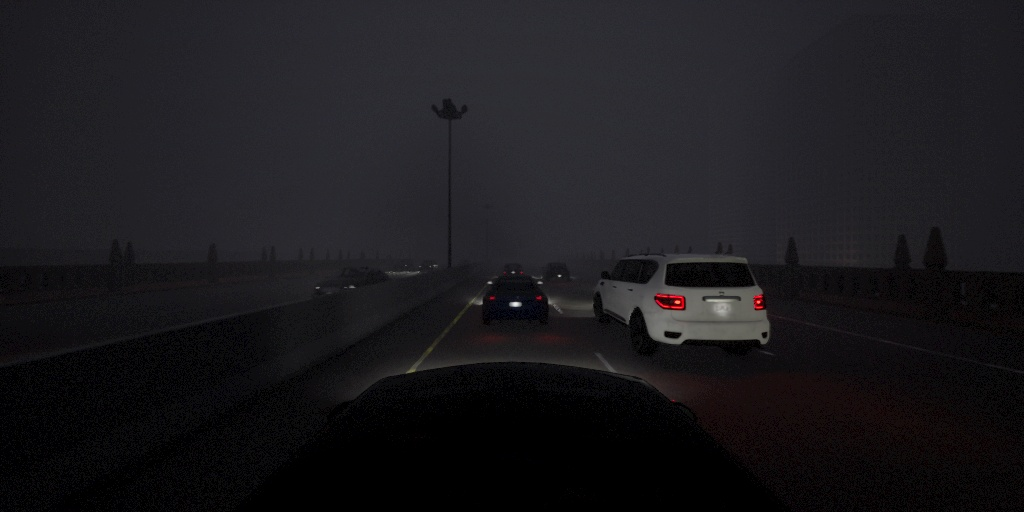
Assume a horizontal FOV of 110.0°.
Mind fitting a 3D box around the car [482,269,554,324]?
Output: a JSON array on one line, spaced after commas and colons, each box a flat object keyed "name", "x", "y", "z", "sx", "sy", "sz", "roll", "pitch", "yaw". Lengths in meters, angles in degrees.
[{"name": "car", "x": 0.098, "y": 1.314, "z": 11.980, "sx": 1.994, "sy": 1.385, "sz": 4.181, "roll": 0, "pitch": 0, "yaw": 0}]

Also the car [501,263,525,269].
[{"name": "car", "x": 0.088, "y": 1.297, "z": 29.678, "sx": 2.033, "sy": 1.411, "sz": 5.357, "roll": 0, "pitch": 0, "yaw": 0}]

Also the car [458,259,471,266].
[{"name": "car", "x": -7.656, "y": 1.256, "z": 58.185, "sx": 1.837, "sy": 1.490, "sz": 4.892, "roll": 0, "pitch": 0, "yaw": -1}]

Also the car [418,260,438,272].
[{"name": "car", "x": -10.855, "y": 1.255, "z": 46.816, "sx": 1.837, "sy": 1.490, "sz": 4.892, "roll": 0, "pitch": -1, "yaw": -1}]

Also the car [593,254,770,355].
[{"name": "car", "x": 3.598, "y": 0.971, "z": 8.828, "sx": 2.150, "sy": 2.045, "sz": 5.566, "roll": 0, "pitch": 0, "yaw": 0}]

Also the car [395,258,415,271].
[{"name": "car", "x": -14.372, "y": 1.100, "z": 47.674, "sx": 2.097, "sy": 1.767, "sz": 4.553, "roll": 0, "pitch": 0, "yaw": -1}]

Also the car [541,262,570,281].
[{"name": "car", "x": 3.586, "y": 1.254, "z": 29.561, "sx": 1.837, "sy": 1.490, "sz": 4.892, "roll": 0, "pitch": 0, "yaw": 0}]

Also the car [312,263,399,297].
[{"name": "car", "x": -7.103, "y": 1.241, "z": 16.365, "sx": 2.128, "sy": 1.511, "sz": 4.902, "roll": 0, "pitch": 0, "yaw": 0}]
